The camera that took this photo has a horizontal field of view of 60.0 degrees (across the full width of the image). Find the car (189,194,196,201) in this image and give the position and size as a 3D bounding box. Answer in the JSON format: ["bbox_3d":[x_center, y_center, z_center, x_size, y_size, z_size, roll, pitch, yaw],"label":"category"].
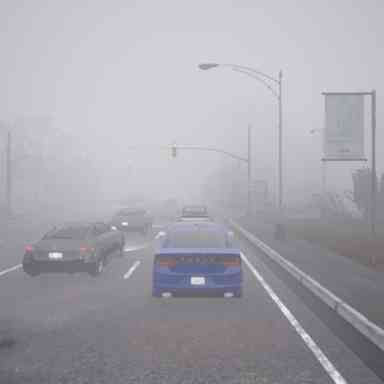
[{"bbox_3d":[0.165,1.500,85.533,2.033,1.411,5.357,0,0,0],"label":"car"}]

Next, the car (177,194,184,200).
[{"bbox_3d":[-3.330,1.319,88.149,2.097,1.767,4.553,0,0,0],"label":"car"}]

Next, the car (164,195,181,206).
[{"bbox_3d":[-3.359,1.543,53.029,1.994,1.385,4.181,0,0,1],"label":"car"}]

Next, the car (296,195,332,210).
[{"bbox_3d":[14.087,1.463,38.256,5.008,1.535,1.882,0,0,3],"label":"car"}]

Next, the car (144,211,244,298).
[{"bbox_3d":[0.116,1.474,8.567,1.882,1.535,5.008,0,0,0],"label":"car"}]

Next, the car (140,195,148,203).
[{"bbox_3d":[-10.401,1.539,64.749,1.994,1.385,4.181,0,0,2],"label":"car"}]

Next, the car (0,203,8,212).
[{"bbox_3d":[-22.897,1.512,36.711,4.674,1.442,1.812,0,0,3],"label":"car"}]

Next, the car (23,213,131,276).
[{"bbox_3d":[-3.390,1.560,10.343,1.994,1.385,4.181,0,0,1],"label":"car"}]

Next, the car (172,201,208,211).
[{"bbox_3d":[0.134,1.484,18.067,2.128,1.511,4.902,0,0,0],"label":"car"}]

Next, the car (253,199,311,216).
[{"bbox_3d":[8.290,1.588,31.383,4.718,1.301,1.895,0,0,3],"label":"car"}]

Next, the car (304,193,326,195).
[{"bbox_3d":[14.802,1.205,41.741,5.566,2.045,2.150,0,0,2],"label":"car"}]

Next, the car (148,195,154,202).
[{"bbox_3d":[-10.357,1.495,74.353,1.812,1.442,4.674,0,0,0],"label":"car"}]

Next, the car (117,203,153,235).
[{"bbox_3d":[-3.365,1.557,18.726,1.994,1.385,4.181,0,0,0],"label":"car"}]

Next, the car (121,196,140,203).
[{"bbox_3d":[-10.479,1.470,55.398,2.128,1.511,4.902,0,0,0],"label":"car"}]

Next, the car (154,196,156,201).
[{"bbox_3d":[-10.338,1.517,84.379,1.994,1.385,4.181,0,0,0],"label":"car"}]
